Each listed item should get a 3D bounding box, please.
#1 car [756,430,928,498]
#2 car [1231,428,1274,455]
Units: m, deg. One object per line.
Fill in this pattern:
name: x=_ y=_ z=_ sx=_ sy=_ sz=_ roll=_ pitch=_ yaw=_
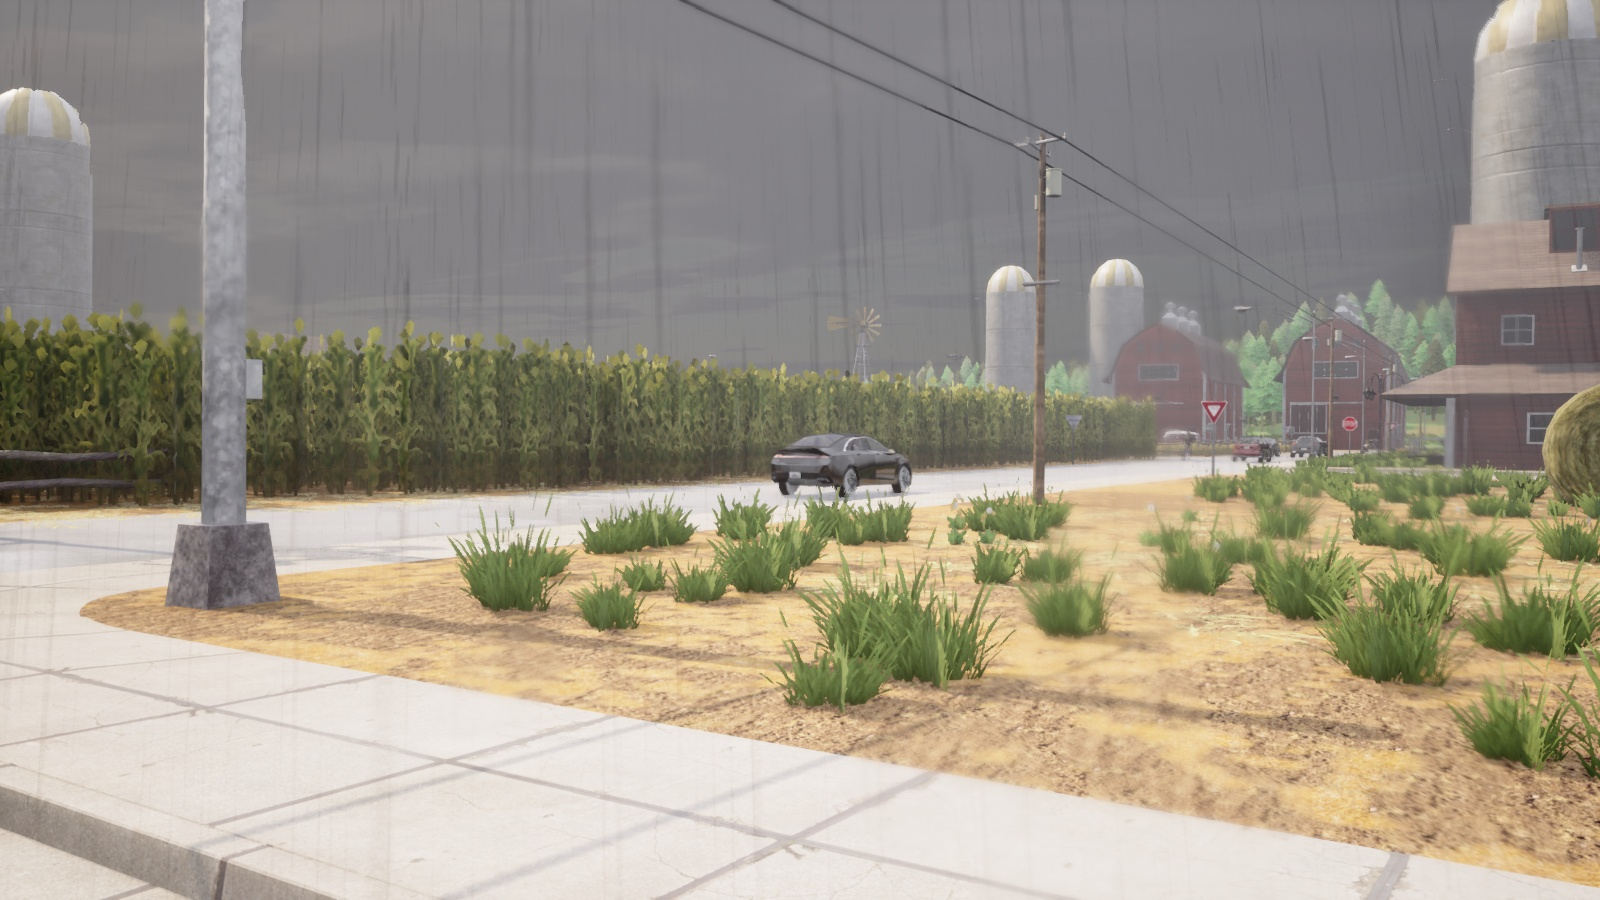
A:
car: x=1.144 y=0.288 z=31.018 sx=2.128 sy=1.511 sz=4.902 roll=0 pitch=1 yaw=31
car: x=27.004 y=-0.526 z=74.880 sx=1.789 sy=1.549 sz=3.705 roll=0 pitch=1 yaw=31
